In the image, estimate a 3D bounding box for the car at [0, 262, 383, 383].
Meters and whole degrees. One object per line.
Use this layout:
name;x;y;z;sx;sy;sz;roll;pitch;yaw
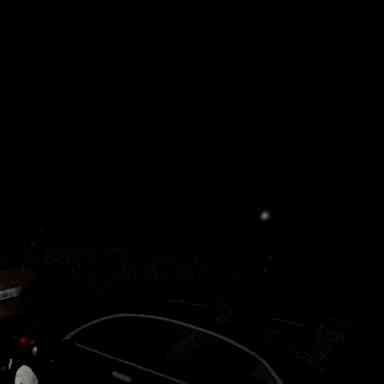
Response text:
car;-0.044;1.556;3.116;4.403;1.369;2.008;0;1;35

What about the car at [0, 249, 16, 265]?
car;-4.737;1.544;6.448;4.829;1.417;1.752;0;1;35
